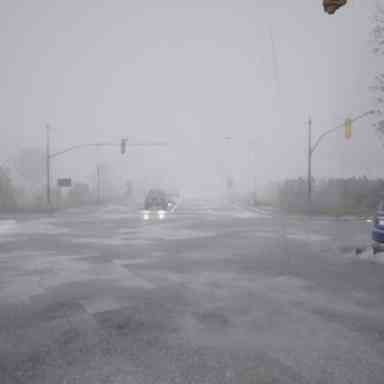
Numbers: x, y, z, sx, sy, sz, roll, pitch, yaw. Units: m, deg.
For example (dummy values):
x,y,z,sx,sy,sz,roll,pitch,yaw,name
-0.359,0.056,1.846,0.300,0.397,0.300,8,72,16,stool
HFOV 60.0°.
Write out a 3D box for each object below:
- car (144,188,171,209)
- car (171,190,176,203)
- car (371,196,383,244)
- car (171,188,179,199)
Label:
x,y,z,sx,sy,sz,roll,pitch,yaw,name
-3.746,0.720,35.846,2.150,2.045,5.566,0,1,0,car
-3.788,0.879,47.806,2.033,1.411,5.357,0,1,0,car
8.722,1.078,10.469,5.566,2.045,2.150,0,1,3,car
-3.778,0.276,67.808,2.150,2.045,5.566,0,1,0,car
